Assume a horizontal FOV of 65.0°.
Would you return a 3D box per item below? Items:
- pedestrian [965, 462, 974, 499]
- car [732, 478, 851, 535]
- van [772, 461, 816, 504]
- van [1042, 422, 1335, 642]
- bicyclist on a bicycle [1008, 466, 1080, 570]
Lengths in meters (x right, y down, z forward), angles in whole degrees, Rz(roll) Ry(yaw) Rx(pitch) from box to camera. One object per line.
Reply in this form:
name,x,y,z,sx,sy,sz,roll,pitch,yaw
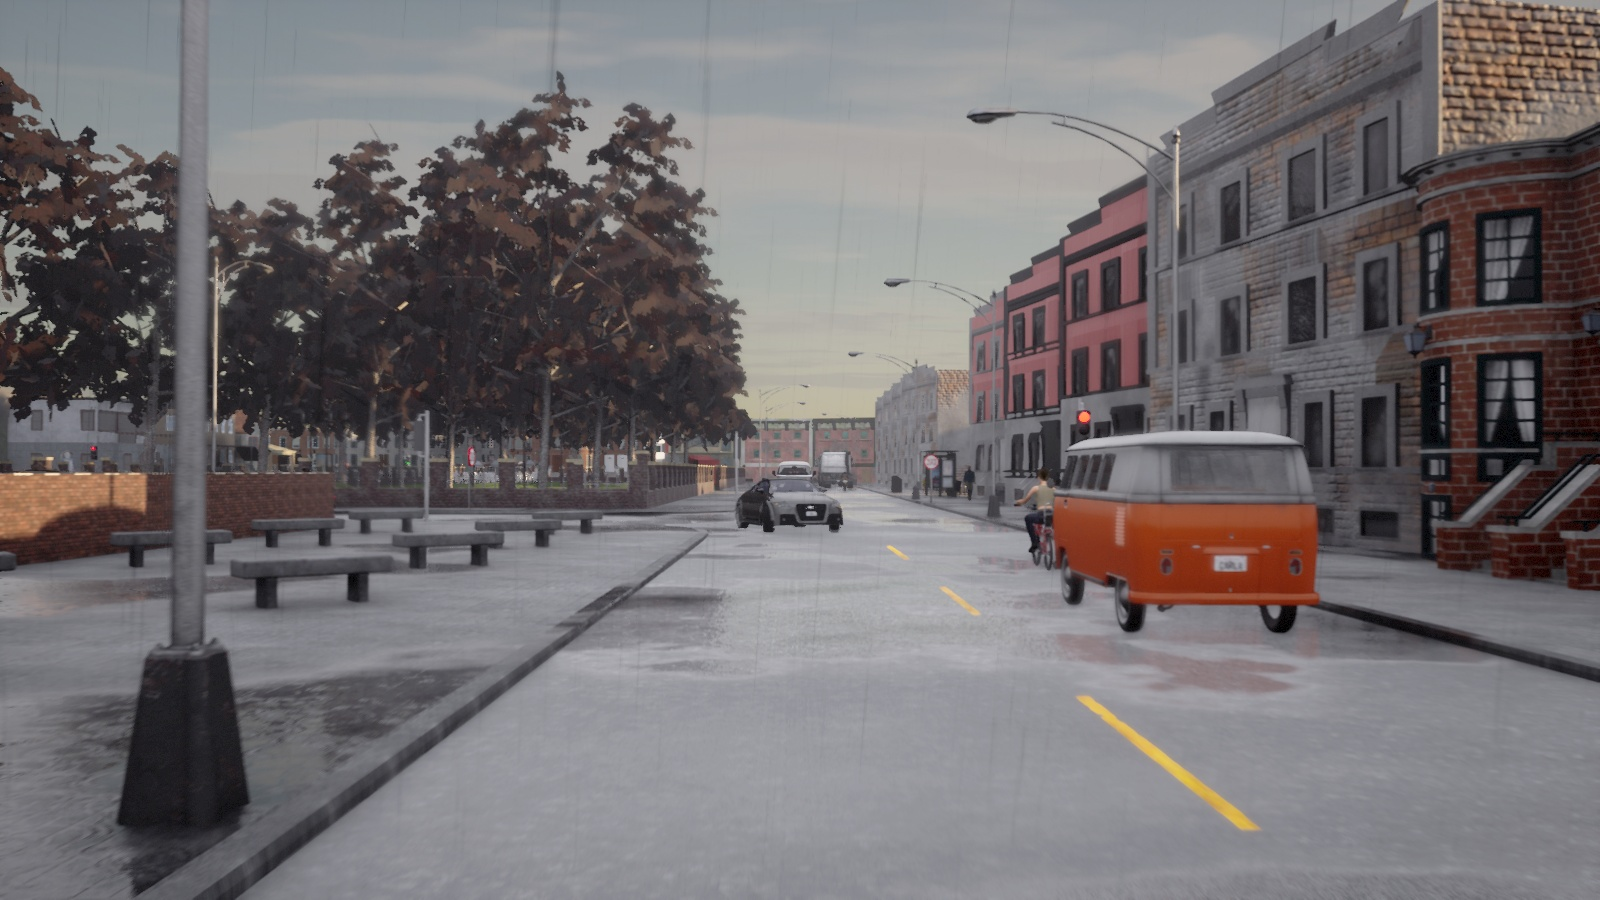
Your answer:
pedestrian,8.529,1.551,63.175,0.402,1.842,0.726,0,-1,4
car,-0.310,1.435,33.086,1.994,1.385,4.181,0,-1,-18
van,-0.259,1.567,61.261,2.069,2.038,4.480,0,-1,0
van,3.960,0.781,13.644,1.775,1.987,4.442,0,-1,0
bicyclist on a bicycle,3.937,1.078,20.380,0.866,1.612,1.509,0,-1,0
